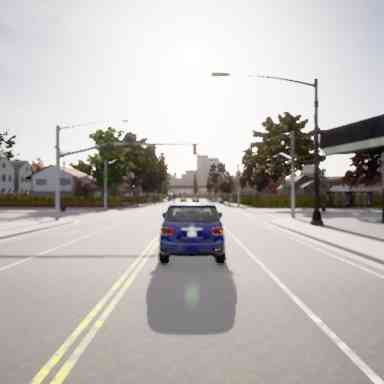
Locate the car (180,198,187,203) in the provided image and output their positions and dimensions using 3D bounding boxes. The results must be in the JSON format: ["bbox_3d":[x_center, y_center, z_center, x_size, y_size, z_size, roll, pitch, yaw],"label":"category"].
[{"bbox_3d":[-2.466,2.461,95.138,1.882,1.535,5.008,0,-1,0],"label":"car"}]

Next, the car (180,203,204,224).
[{"bbox_3d":[0.033,1.781,29.240,1.882,1.535,5.008,0,0,1],"label":"car"}]

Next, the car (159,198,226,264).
[{"bbox_3d":[0.009,1.356,12.565,2.150,2.045,5.566,0,0,0],"label":"car"}]
